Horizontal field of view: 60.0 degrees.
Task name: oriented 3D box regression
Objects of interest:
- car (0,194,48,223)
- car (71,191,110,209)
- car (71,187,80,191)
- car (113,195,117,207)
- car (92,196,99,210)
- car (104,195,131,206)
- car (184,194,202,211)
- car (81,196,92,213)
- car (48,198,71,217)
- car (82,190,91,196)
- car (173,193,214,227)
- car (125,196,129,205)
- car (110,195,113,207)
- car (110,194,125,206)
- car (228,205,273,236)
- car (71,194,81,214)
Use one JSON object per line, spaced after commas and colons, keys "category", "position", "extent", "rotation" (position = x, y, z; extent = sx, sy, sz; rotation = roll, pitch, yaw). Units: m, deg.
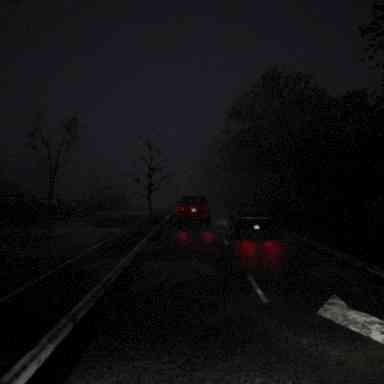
{"category": "car", "position": [-13.828, 1.222, 24.331], "extent": [5.566, 2.045, 2.435], "rotation": [-1, 0, -20]}
{"category": "car", "position": [-13.812, 1.297, 42.342], "extent": [5.566, 2.045, 2.435], "rotation": [-1, 0, -20]}
{"category": "car", "position": [-31.149, -0.178, 89.148], "extent": [2.435, 2.045, 5.566], "rotation": [6, -3, -19]}
{"category": "car", "position": [-13.762, 1.623, 48.358], "extent": [4.674, 1.452, 2.002], "rotation": [-1, 0, -20]}
{"category": "car", "position": [-13.813, 1.560, 39.337], "extent": [4.792, 1.488, 2.163], "rotation": [-1, 0, -20]}
{"category": "car", "position": [-13.618, 1.528, 60.405], "extent": [4.553, 1.767, 2.185], "rotation": [-1, 0, -19]}
{"category": "car", "position": [0.115, 1.278, 42.686], "extent": [2.150, 2.045, 5.566], "rotation": [0, 0, 0]}
{"category": "car", "position": [-13.797, 1.517, 36.353], "extent": [4.892, 1.521, 2.231], "rotation": [-1, -1, -20]}
{"category": "car", "position": [-13.766, 1.363, 30.358], "extent": [4.553, 1.767, 2.185], "rotation": [-1, 0, -20]}
{"category": "car", "position": [-28.155, 0.384, 89.085], "extent": [2.002, 1.452, 4.674], "rotation": [6, -3, -19]}
{"category": "car", "position": [0.095, 1.200, 22.947], "extent": [2.150, 2.045, 5.566], "rotation": [0, 0, 0]}
{"category": "car", "position": [-13.709, 1.367, 54.392], "extent": [5.566, 2.045, 2.435], "rotation": [-1, -1, -20]}
{"category": "car", "position": [-13.952, 1.564, 45.291], "extent": [5.366, 1.575, 1.946], "rotation": [-1, 0, -20]}
{"category": "car", "position": [-13.782, 1.349, 51.356], "extent": [5.566, 2.045, 2.435], "rotation": [-1, 0, -20]}
{"category": "car", "position": [3.105, 1.465, 18.369], "extent": [2.128, 1.511, 4.902], "rotation": [0, 0, 0]}
{"category": "car", "position": [-13.826, 1.376, 33.343], "extent": [4.553, 1.767, 2.185], "rotation": [-1, 0, -20]}
